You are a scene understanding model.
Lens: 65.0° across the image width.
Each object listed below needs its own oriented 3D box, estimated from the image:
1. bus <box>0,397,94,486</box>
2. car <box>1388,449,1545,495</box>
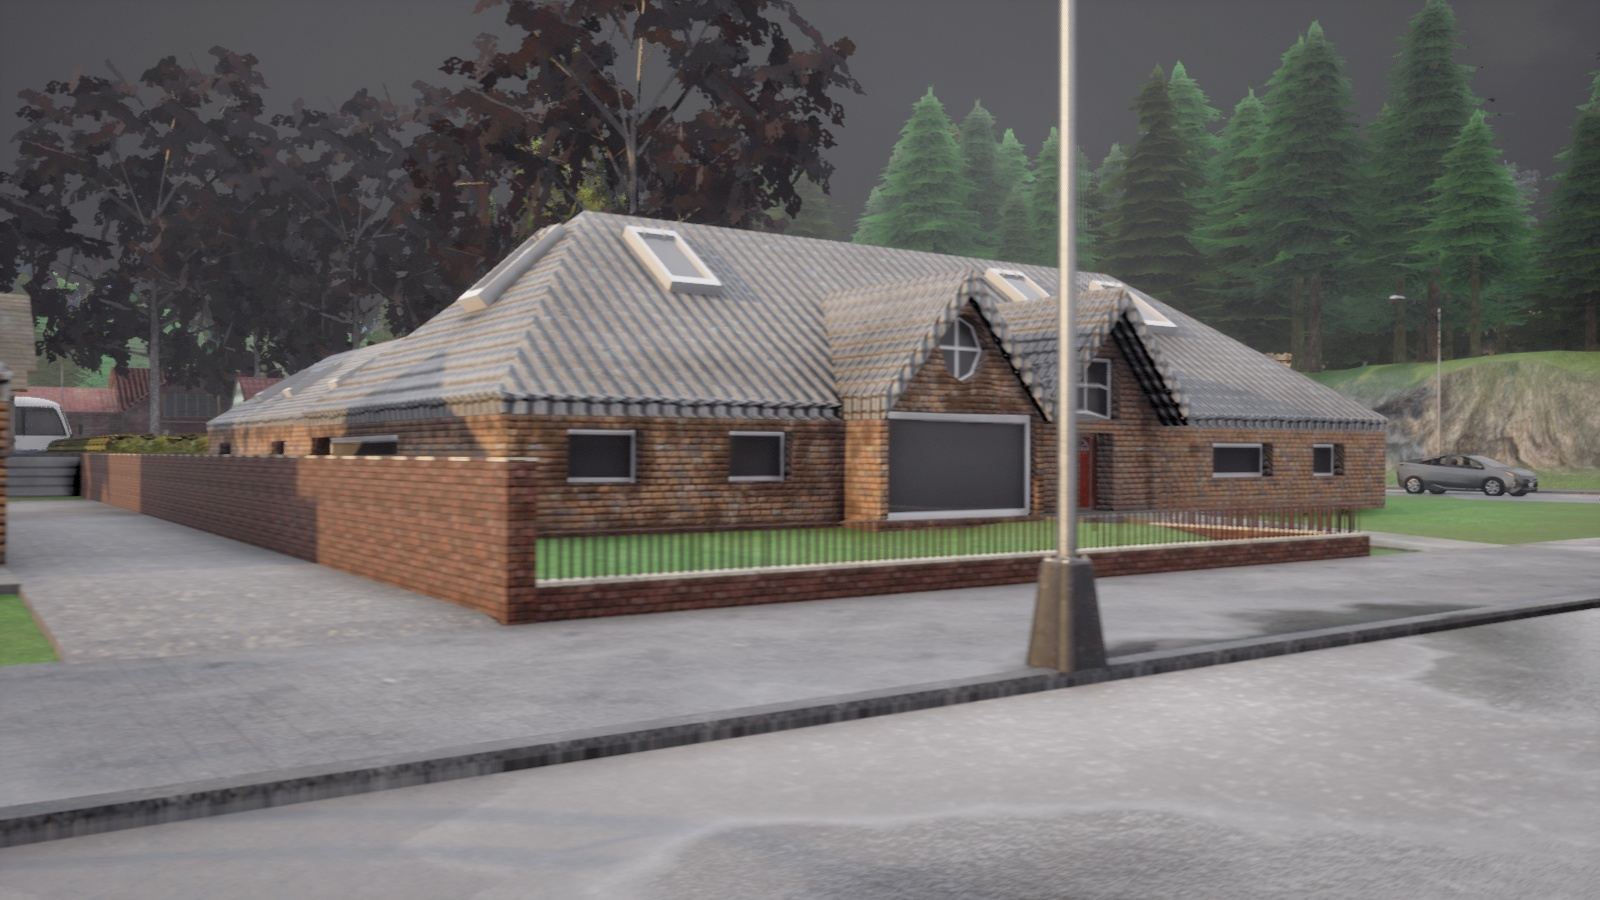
[{"bbox_3d":[-40.581,-0.395,61.344,10.273,4.253,3.944,0,0,-35],"label":"bus"},{"bbox_3d":[23.684,0.751,44.782,2.007,1.525,4.514,0,0,-35],"label":"car"}]
